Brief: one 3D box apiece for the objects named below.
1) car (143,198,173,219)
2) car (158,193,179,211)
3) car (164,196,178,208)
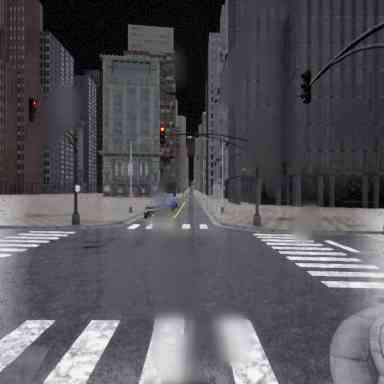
[{"bbox_3d":[-3.112,1.546,29.833,2.033,1.411,5.357,0,0,0],"label":"car"},{"bbox_3d":[-3.113,1.219,40.084,2.150,2.045,5.566,0,0,0],"label":"car"},{"bbox_3d":[-3.107,1.475,50.531,1.882,1.535,5.008,0,0,0],"label":"car"}]
